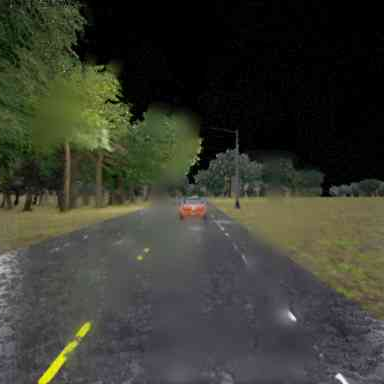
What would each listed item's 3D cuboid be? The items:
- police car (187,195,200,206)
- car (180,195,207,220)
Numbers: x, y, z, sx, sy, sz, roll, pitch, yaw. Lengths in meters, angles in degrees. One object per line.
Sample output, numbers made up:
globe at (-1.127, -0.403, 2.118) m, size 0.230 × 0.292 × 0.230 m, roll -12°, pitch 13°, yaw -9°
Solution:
police car at (0.282, 1.326, 52.863) m, size 1.930 × 1.638 × 5.238 m, roll 0°, pitch 0°, yaw 1°
car at (0.142, 1.279, 27.602) m, size 2.097 × 1.767 × 4.553 m, roll 0°, pitch 0°, yaw 1°
